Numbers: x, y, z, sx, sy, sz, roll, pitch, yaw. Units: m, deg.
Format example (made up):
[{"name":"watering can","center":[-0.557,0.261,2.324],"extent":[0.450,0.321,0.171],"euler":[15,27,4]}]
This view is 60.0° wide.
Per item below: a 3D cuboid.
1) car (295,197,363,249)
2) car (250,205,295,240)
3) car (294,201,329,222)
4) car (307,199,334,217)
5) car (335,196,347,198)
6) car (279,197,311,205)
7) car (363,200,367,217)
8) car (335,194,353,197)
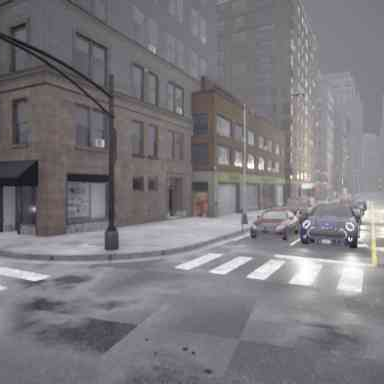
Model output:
[{"name":"car","center":[6.172,1.299,14.603],"extent":[2.097,1.767,4.553],"euler":[1,0,28]},{"name":"car","center":[4.189,1.506,16.361],"extent":[1.802,1.307,4.206],"euler":[0,0,28]},{"name":"car","center":[9.478,1.461,26.153],"extent":[1.887,1.381,4.507],"euler":[0,0,28]},{"name":"car","center":[12.042,1.439,30.899],"extent":[1.752,1.417,4.829],"euler":[0,0,28]},{"name":"car","center":[17.412,1.462,40.841],"extent":[2.008,1.369,4.403],"euler":[0,0,28]},{"name":"car","center":[6.832,1.235,21.257],"extent":[2.192,1.841,5.009],"euler":[0,0,28]},{"name":"car","center":[10.516,1.431,22.636],"extent":[2.128,1.511,4.902],"euler":[1,0,28]},{"name":"car","center":[22.701,1.228,50.635],"extent":[2.192,1.841,5.009],"euler":[0,0,28]}]
